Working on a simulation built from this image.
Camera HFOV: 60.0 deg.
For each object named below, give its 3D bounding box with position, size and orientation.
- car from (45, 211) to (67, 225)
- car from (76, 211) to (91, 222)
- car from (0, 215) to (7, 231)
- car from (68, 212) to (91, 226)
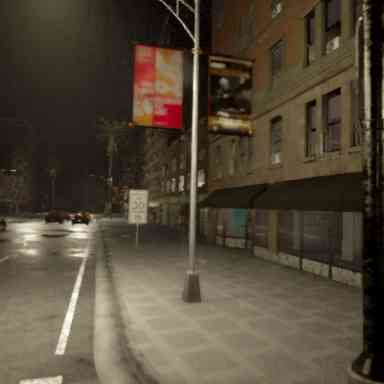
[{"bbox_3d":[-17.662,3.354,42.844,1.882,1.535,5.008,2,-3,-16],"label":"car"},{"bbox_3d":[-16.830,3.825,51.828,1.882,1.535,5.008,2,-3,-16],"label":"car"},{"bbox_3d":[-16.982,2.616,27.831,2.128,1.511,4.902,2,-3,-16],"label":"car"},{"bbox_3d":[-13.970,3.460,41.720,1.994,1.385,4.181,2,-3,-15],"label":"car"}]
